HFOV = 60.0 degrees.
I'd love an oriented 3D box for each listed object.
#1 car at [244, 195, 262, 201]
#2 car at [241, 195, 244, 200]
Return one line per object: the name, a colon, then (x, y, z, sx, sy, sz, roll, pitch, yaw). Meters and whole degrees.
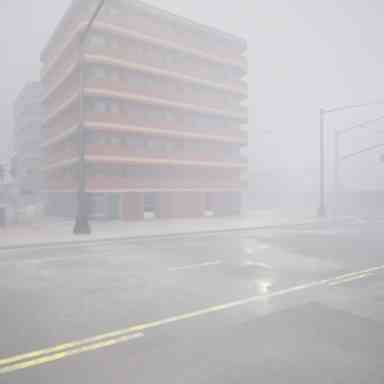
car: (15.883, 1.460, 84.138, 3.806, 1.475, 1.970, -1, 0, -35)
car: (11.911, 1.305, 88.358, 4.611, 1.667, 2.242, -1, 0, -35)
